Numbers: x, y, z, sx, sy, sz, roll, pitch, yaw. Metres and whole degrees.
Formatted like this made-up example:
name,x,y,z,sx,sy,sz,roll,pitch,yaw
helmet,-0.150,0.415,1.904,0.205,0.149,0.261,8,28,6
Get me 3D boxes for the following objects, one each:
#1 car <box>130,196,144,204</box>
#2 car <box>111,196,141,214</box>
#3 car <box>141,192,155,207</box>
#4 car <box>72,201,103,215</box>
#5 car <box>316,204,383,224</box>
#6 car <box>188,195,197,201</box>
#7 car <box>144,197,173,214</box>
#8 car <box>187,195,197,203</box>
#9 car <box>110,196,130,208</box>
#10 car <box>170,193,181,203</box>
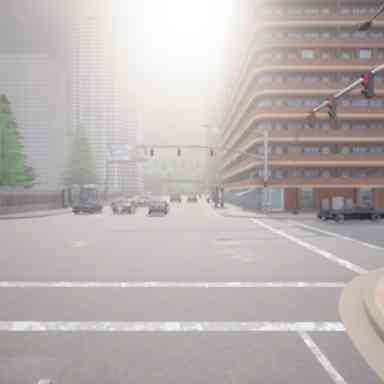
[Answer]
name,x,y,z,sx,sy,sz,roll,pitch,yaw
car,-10.495,1.492,64.071,1.812,1.442,4.674,0,0,1
car,-7.046,1.472,34.813,2.128,1.511,4.902,0,0,-1
car,-7.057,1.328,48.797,2.097,1.767,4.553,0,0,0
car,-10.579,1.583,34.009,1.895,1.301,4.718,0,0,0
car,11.436,1.533,23.921,4.718,1.301,1.895,0,0,-12
car,0.045,1.493,78.898,1.994,1.385,4.181,0,0,0
car,-3.381,1.530,34.533,2.033,1.411,5.357,0,0,0
car,0.040,1.314,70.429,2.097,1.767,4.553,0,0,0
car,-10.552,1.452,49.044,1.882,1.535,5.008,0,0,0
car,-3.460,1.183,69.649,2.150,2.045,5.566,0,0,0
